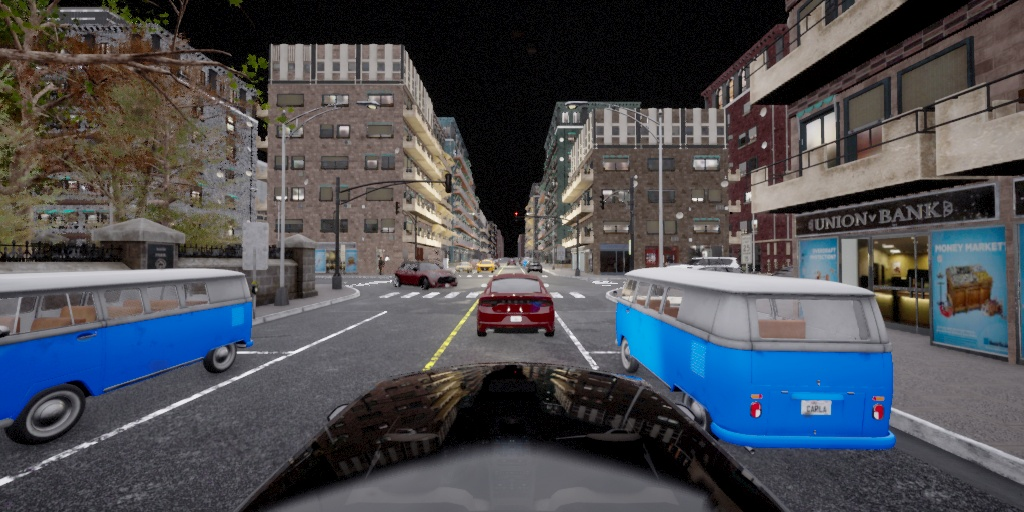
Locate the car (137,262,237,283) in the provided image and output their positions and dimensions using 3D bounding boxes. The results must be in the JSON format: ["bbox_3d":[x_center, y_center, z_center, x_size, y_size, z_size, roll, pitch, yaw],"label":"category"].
[{"bbox_3d":[-23.218,1.159,25.747,5.357,1.411,2.033,0,-1,1],"label":"car"}]

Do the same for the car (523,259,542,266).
[{"bbox_3d":[2.662,1.330,42.939,1.948,1.339,4.313,0,0,0],"label":"car"}]

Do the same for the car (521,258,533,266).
[{"bbox_3d":[2.658,1.317,48.582,2.007,1.370,4.403,0,0,0],"label":"car"}]

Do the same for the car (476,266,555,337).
[{"bbox_3d":[0.092,1.230,10.352,1.882,1.535,5.008,0,0,0],"label":"car"}]

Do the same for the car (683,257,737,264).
[{"bbox_3d":[15.082,1.101,28.507,5.566,2.045,2.150,0,-1,2],"label":"car"}]

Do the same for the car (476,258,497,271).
[{"bbox_3d":[-3.132,1.242,43.627,1.882,1.535,5.008,0,0,0],"label":"car"}]

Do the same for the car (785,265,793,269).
[{"bbox_3d":[21.240,1.348,25.253,4.902,1.511,2.128,0,-1,1],"label":"car"}]

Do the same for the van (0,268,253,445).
[{"bbox_3d":[-5.658,1.092,4.988,1.690,1.789,3.998,0,0,0],"label":"van"}]

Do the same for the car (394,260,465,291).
[{"bbox_3d":[-5.330,1.108,22.043,4.553,1.767,2.097,0,0,42],"label":"car"}]

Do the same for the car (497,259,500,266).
[{"bbox_3d":[-3.134,1.316,53.588,2.033,1.411,5.357,0,0,0],"label":"car"}]

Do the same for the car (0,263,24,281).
[{"bbox_3d":[-38.926,1.128,25.933,4.718,1.301,1.895,0,-1,1],"label":"car"}]

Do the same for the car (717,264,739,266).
[{"bbox_3d":[13.519,1.333,22.735,4.313,1.339,1.948,0,0,1],"label":"car"}]

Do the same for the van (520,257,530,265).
[{"bbox_3d":[2.650,1.112,59.866,1.690,1.789,3.998,0,0,0],"label":"van"}]

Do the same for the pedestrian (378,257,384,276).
[{"bbox_3d":[-12.563,0.967,34.370,0.375,1.860,0.375,0,-1,1],"label":"pedestrian"}]

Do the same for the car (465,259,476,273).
[{"bbox_3d":[-5.719,1.289,42.763,1.751,1.417,4.829,0,0,0],"label":"car"}]

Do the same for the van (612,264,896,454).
[{"bbox_3d":[2.656,1.092,4.992,1.690,1.789,3.998,0,0,0],"label":"van"}]
